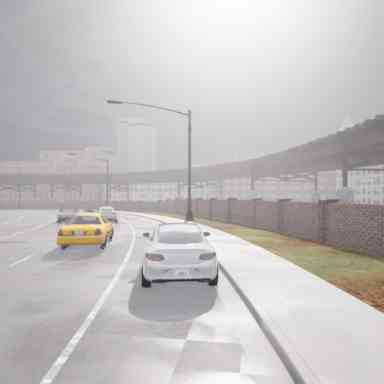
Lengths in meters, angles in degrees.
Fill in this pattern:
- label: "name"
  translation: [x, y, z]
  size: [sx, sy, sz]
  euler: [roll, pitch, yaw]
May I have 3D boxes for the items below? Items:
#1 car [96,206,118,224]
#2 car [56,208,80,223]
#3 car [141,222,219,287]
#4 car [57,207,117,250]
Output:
- label: "car"
  translation: [-8.169, 2.123, 31.655]
  size: [1.812, 1.442, 4.674]
  euler: [0, -2, -16]
- label: "car"
  translation: [-12.214, 2.261, 33.004]
  size: [1.895, 1.301, 4.718]
  euler: [0, -2, -17]
- label: "car"
  translation: [-0.407, 1.583, 9.382]
  size: [1.812, 1.442, 4.674]
  euler: [0, -1, -5]
- label: "car"
  translation: [-4.642, 1.605, 15.116]
  size: [1.801, 1.575, 5.366]
  euler: [0, -1, -8]
